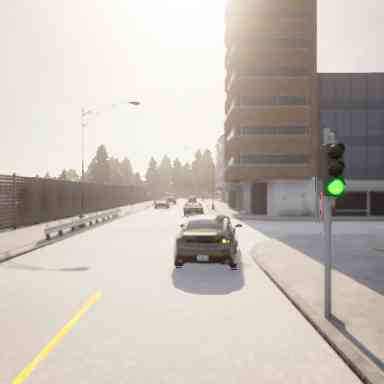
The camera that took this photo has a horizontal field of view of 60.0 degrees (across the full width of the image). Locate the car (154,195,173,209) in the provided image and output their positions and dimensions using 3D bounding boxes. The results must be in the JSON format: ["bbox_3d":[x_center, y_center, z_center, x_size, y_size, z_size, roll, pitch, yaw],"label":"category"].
[{"bbox_3d":[-4.055,1.513,45.770,1.812,1.442,4.674,0,0,0],"label":"car"}]

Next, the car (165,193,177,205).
[{"bbox_3d":[-3.991,1.205,60.664,2.150,2.045,5.566,0,0,1],"label":"car"}]

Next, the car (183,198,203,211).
[{"bbox_3d":[0.114,1.592,32.872,1.895,1.301,4.718,0,0,0],"label":"car"}]

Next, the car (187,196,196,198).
[{"bbox_3d":[0.033,1.485,66.955,1.837,1.490,4.892,0,0,0],"label":"car"}]

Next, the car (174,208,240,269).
[{"bbox_3d":[0.614,1.502,11.222,1.837,1.490,4.892,-1,0,8],"label":"car"}]
